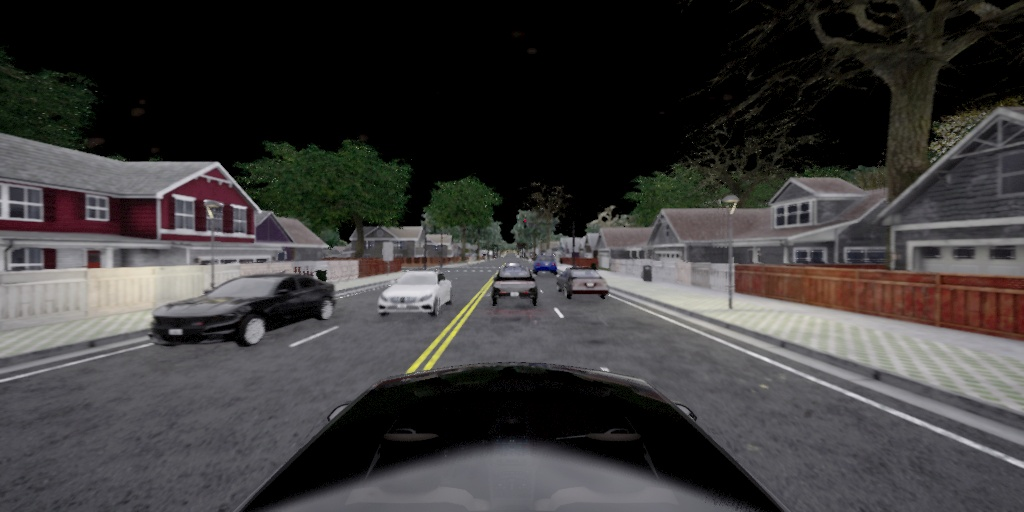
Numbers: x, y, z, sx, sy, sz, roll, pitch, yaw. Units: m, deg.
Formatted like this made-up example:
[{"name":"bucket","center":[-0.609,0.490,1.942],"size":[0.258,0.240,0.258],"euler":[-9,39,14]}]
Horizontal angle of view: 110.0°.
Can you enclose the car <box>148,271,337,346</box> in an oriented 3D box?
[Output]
[{"name":"car","center":[-6.592,1.213,9.523],"size":[1.882,1.535,5.008],"euler":[0,0,0]}]

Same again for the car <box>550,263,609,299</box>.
[{"name":"car","center":[3.359,1.268,17.923],"size":[2.033,1.411,5.357],"euler":[0,0,0]}]

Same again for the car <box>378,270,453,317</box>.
[{"name":"car","center":[-3.333,1.254,13.221],"size":[1.812,1.442,4.674],"euler":[0,0,0]}]

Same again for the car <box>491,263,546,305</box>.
[{"name":"car","center":[0.104,1.214,15.789],"size":[2.128,1.511,4.902],"euler":[0,0,0]}]

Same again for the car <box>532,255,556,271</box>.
[{"name":"car","center":[3.347,0.904,36.982],"size":[2.150,2.045,5.566],"euler":[0,0,1]}]
